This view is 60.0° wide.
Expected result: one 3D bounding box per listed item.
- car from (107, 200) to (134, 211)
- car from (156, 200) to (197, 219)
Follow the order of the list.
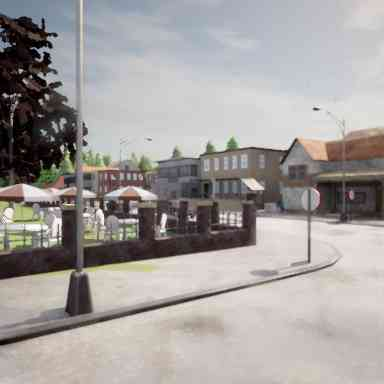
[{"bbox_3d":[-8.627,1.515,39.717,1.812,1.442,4.674,0,0,-35],"label":"car"},{"bbox_3d":[-1.447,1.494,29.621,1.837,1.490,4.892,0,0,-35],"label":"car"}]
